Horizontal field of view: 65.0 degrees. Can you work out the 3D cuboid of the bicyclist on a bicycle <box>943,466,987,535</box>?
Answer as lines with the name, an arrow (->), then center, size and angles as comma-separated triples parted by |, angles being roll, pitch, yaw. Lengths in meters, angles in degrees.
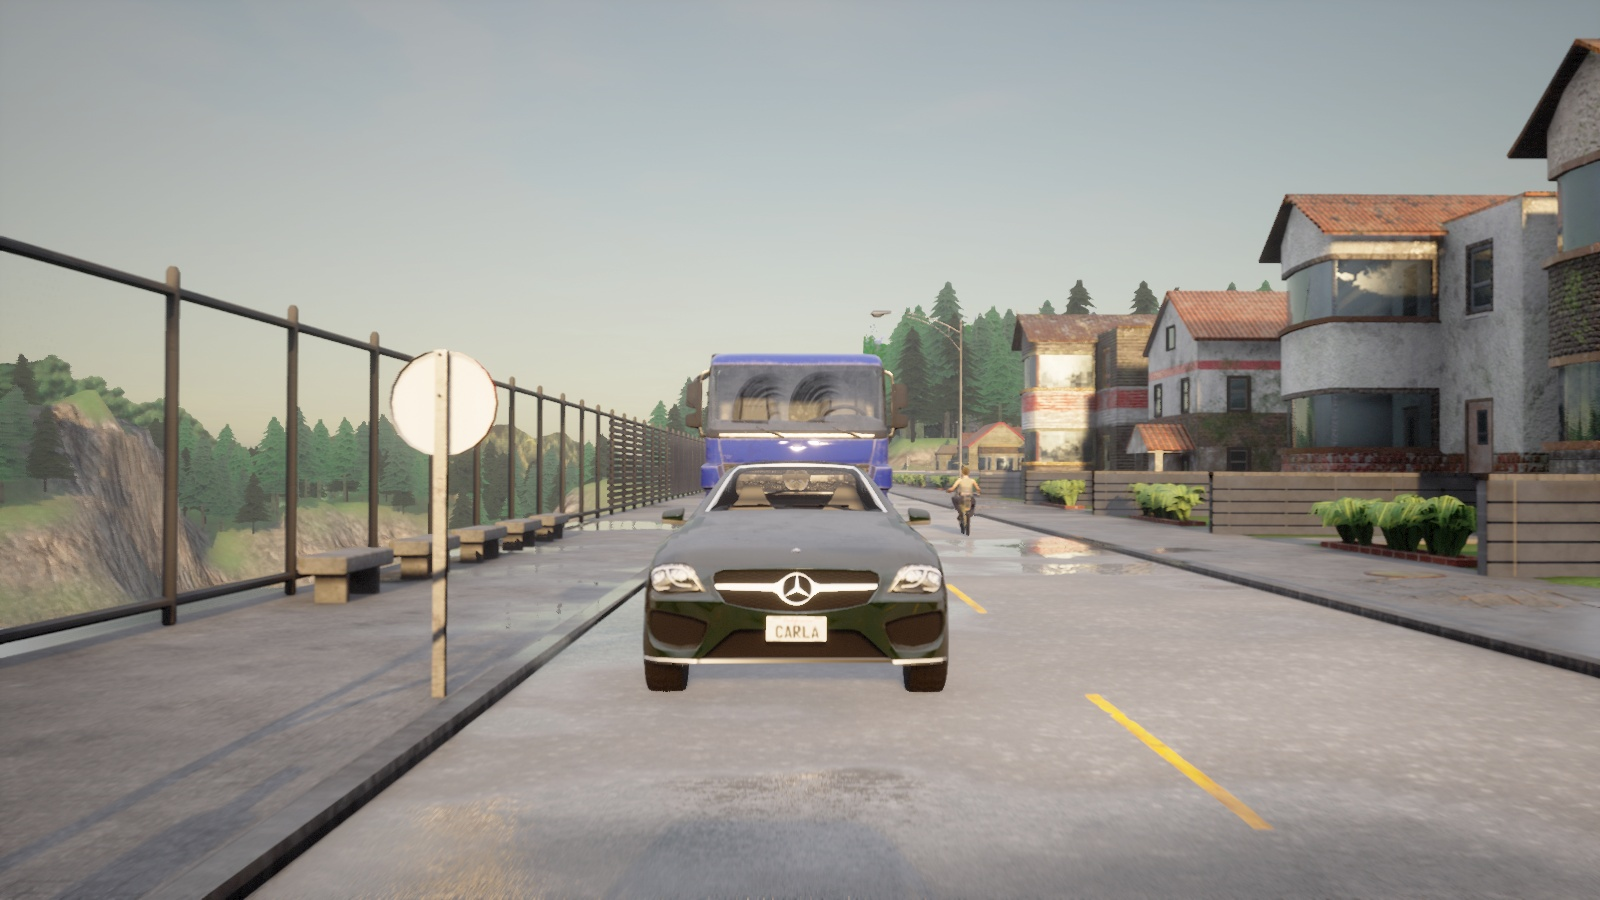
bicyclist on a bicycle -> 3.922, 1.184, 29.954 | 0.866, 1.612, 1.509 | 0, -1, 0

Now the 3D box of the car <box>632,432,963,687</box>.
car -> -0.027, 0.752, 10.695 | 2.152, 1.651, 5.027 | 0, -1, 0

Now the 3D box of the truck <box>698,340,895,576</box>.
truck -> -0.058, 0.168, 22.453 | 2.891, 3.462, 7.936 | 0, -1, 0
